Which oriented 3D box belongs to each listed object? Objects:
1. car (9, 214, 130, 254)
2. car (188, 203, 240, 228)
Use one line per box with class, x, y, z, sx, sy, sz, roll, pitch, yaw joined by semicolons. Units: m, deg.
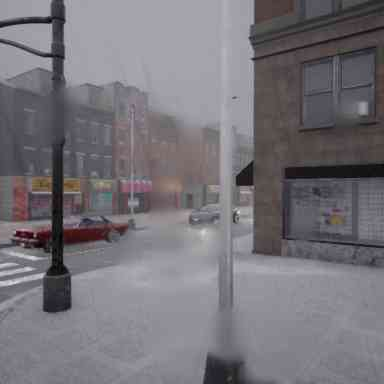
car;-4.938;1.627;14.008;1.895;1.301;4.718;0;0;35
car;1.645;1.568;23.266;1.837;1.490;4.892;0;0;35
